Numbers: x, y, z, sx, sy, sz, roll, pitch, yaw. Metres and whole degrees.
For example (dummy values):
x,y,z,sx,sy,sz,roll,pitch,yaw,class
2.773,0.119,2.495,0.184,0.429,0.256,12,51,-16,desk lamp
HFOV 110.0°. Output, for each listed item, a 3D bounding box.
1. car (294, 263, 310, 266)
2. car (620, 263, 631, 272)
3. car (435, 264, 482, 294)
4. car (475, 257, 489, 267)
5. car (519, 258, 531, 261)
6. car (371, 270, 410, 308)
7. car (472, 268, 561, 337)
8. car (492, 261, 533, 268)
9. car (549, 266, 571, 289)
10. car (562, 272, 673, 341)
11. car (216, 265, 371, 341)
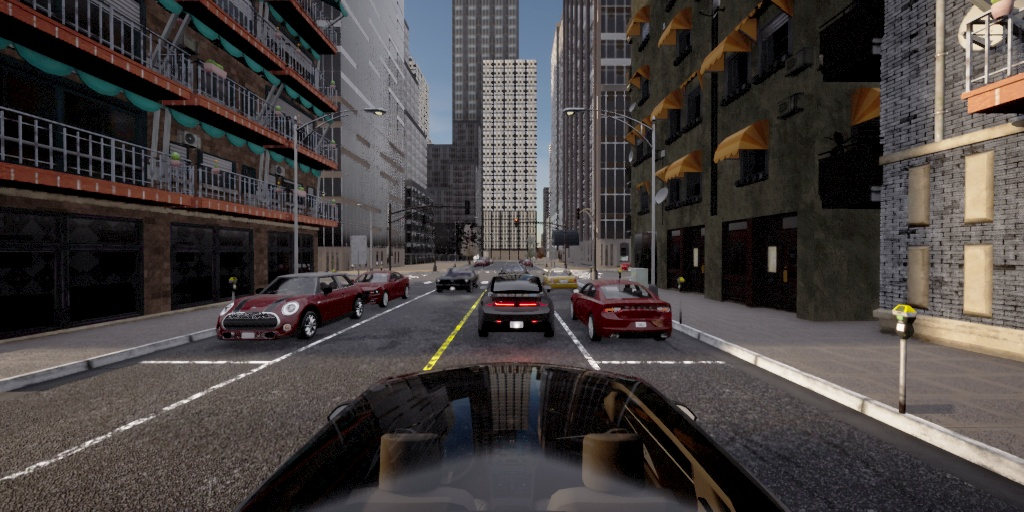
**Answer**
x,y,z,sx,sy,sz,roll,pitch,yaw,class
-23.806,1.494,39.590,4.097,1.591,1.967,0,0,0,car
14.291,1.005,39.882,4.507,1.381,1.888,0,0,0,car
-3.004,1.348,20.395,1.895,1.301,4.718,0,0,0,car
-5.644,1.291,64.282,1.888,1.381,4.507,0,0,0,car
2.736,1.185,64.275,1.967,1.591,4.097,0,0,0,car
-5.682,1.293,15.246,1.888,1.381,4.507,0,0,0,car
0.106,1.253,10.253,1.837,1.490,4.892,0,0,0,car
0.113,1.239,20.386,2.128,1.511,4.902,0,0,0,car
2.704,1.272,20.919,1.751,1.417,4.829,0,0,0,car
2.696,1.294,9.702,1.888,1.381,4.507,0,0,0,car
-5.686,1.188,9.722,1.967,1.591,4.097,0,0,0,car
